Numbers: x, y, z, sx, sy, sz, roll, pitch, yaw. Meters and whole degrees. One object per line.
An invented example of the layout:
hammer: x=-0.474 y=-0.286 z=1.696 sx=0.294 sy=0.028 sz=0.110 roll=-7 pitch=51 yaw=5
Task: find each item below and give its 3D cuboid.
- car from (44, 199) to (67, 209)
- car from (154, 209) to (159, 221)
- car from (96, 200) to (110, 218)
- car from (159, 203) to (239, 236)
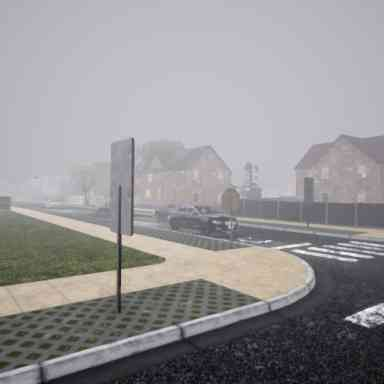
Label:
car: x=-18.136 y=1.606 z=44.193 sx=1.895 sy=1.301 sz=4.718 roll=1 pitch=-1 yaw=-36
car: x=-1.127 y=1.540 z=25.354 sx=1.812 sy=1.442 sz=4.674 roll=1 pitch=-1 yaw=-35
car: x=-6.581 y=1.470 z=28.155 sx=2.128 sy=1.511 sz=4.902 roll=1 pitch=-1 yaw=-36
car: x=0.501 y=1.475 z=18.399 sx=2.128 sy=1.511 sz=4.902 roll=1 pitch=0 yaw=-36
